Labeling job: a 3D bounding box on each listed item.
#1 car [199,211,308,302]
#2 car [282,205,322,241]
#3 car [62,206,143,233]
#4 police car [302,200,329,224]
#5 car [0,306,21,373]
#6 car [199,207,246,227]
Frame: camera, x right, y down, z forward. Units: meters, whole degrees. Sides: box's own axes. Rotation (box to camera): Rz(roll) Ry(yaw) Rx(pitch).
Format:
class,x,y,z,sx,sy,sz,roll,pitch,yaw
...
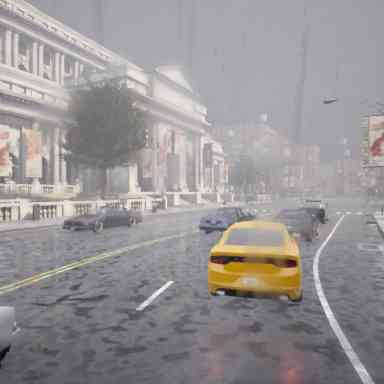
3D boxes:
class,x,y,z,sx,sy,sz,roll,pitch,yaw
car,1.709,1.478,8.472,1.882,1.535,5.008,0,0,15
car,5.179,1.564,16.767,1.994,1.385,4.181,0,0,26
car,-5.133,1.568,20.053,2.033,1.411,5.357,0,0,27
police car,9.193,1.425,25.118,1.930,1.638,5.238,0,0,27
car,-3.234,1.600,2.056,1.895,1.301,4.718,0,0,5
car,2.197,1.548,18.783,2.033,1.411,5.357,0,0,26
